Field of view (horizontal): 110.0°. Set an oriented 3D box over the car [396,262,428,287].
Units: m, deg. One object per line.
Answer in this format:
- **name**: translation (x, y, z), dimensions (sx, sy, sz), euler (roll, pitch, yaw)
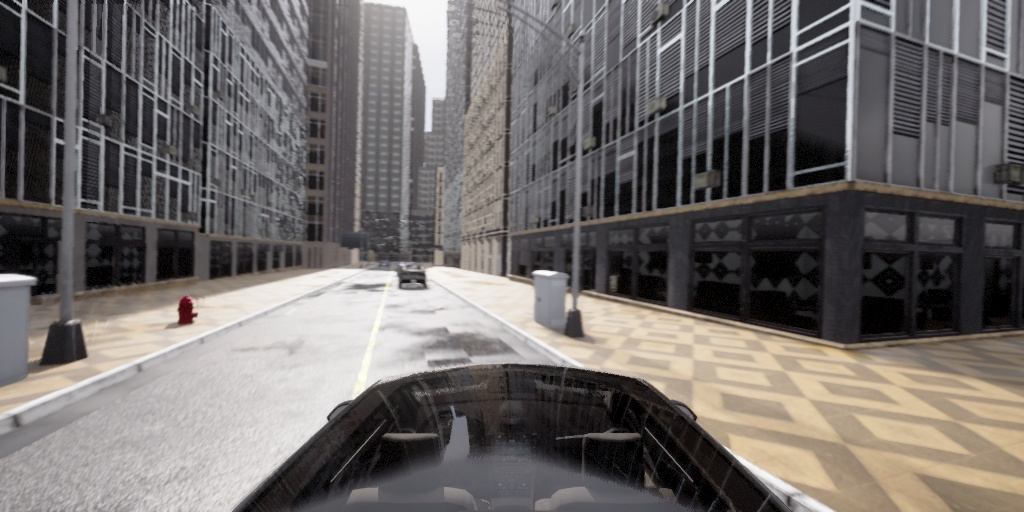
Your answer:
- **car**: translation (-6.976, 1.332, 25.077), dimensions (1.837, 1.490, 4.892), euler (1, 0, -18)
